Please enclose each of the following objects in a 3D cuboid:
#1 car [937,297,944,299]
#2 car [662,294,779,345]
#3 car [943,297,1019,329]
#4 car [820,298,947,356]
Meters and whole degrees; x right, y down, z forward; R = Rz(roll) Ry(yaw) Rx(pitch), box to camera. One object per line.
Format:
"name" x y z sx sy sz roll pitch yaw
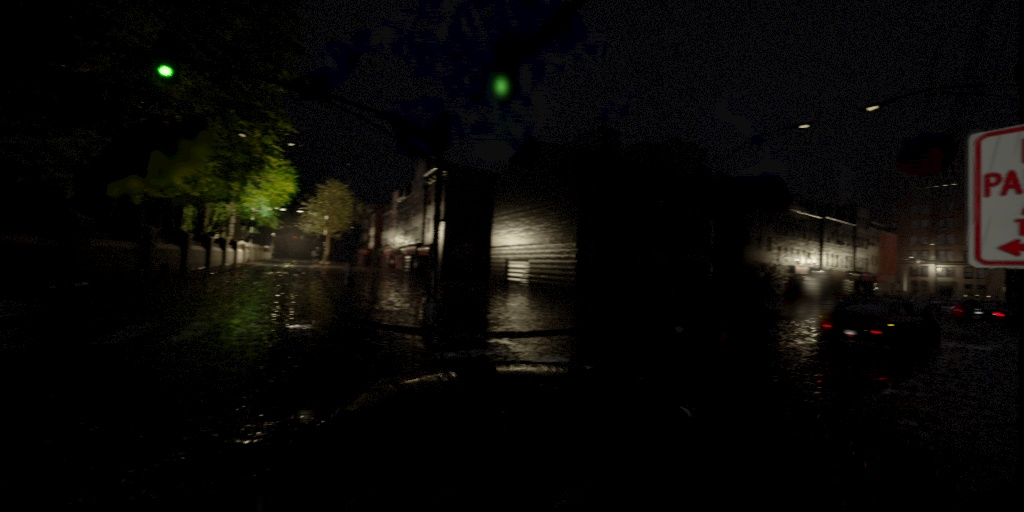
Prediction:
"car" 30.979 3.563 25.410 4.207 1.307 1.802 0 0 -30
"car" 6.700 1.894 11.426 4.313 1.339 1.948 0 0 -30
"car" 25.637 3.051 19.297 5.357 1.411 2.033 4 -2 -30
"car" 11.344 2.059 11.065 4.674 1.442 1.812 4 -2 -30
